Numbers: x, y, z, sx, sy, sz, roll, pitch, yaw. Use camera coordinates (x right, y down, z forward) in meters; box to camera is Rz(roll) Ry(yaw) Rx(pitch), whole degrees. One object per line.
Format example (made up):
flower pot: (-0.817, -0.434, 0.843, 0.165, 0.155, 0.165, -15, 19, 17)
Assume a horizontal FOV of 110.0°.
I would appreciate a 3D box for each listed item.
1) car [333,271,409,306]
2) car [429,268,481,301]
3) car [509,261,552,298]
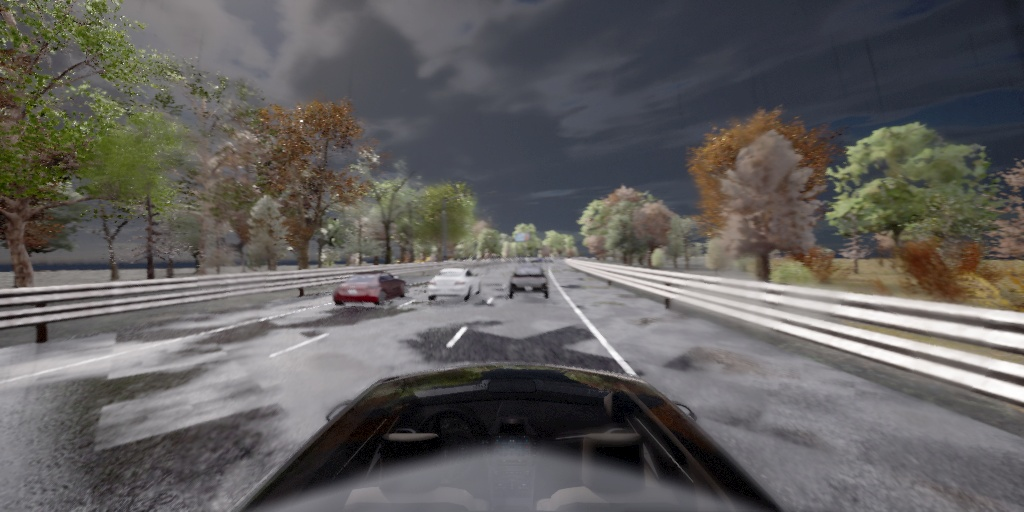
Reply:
car: (-6.235, 1.386, 16.294, 1.994, 1.385, 4.181, -1, 0, 3)
car: (-2.668, 1.302, 17.283, 1.812, 1.442, 4.674, -1, 0, 4)
car: (0.888, 1.221, 18.268, 2.128, 1.511, 4.902, -1, 0, 4)
